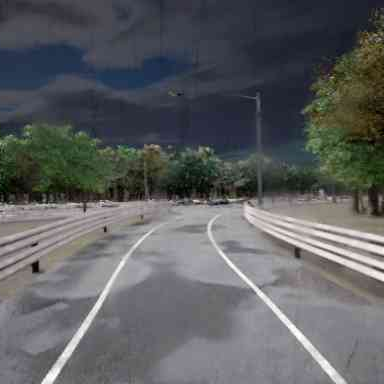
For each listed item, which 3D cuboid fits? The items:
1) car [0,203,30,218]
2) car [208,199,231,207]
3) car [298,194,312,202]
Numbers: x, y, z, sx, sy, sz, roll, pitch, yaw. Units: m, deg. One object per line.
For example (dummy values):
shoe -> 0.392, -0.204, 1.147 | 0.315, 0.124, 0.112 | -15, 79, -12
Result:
car -> -18.424, 1.822, 32.531 | 1.837, 1.490, 4.892 | -2, -1, 41
car -> 4.966, 1.922, 59.454 | 1.895, 1.301, 4.718 | -2, -1, 41
car -> 29.904, 1.654, 88.156 | 2.150, 2.045, 5.566 | -2, -1, 41
